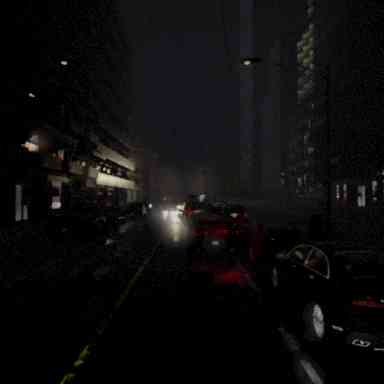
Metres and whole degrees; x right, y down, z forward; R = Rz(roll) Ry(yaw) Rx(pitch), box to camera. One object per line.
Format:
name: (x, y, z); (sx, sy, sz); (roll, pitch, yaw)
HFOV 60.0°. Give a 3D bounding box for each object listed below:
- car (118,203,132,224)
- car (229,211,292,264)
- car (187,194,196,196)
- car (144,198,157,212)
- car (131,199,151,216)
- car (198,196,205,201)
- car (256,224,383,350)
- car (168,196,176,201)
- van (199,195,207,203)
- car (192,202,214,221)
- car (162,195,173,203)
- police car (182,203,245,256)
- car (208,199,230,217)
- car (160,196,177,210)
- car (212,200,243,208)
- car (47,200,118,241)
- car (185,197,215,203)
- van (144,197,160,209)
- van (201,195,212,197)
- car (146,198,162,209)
car: (-5.695, 1.640, 22.930); (1.887, 1.381, 4.507); (1, 0, 0)
car: (2.693, 1.600, 11.795); (2.008, 1.369, 4.403); (1, 0, 0)
car: (-0.043, 1.491, 63.983); (2.150, 2.045, 5.566); (0, 0, 0)
car: (-5.706, 1.716, 39.639); (2.008, 1.369, 4.403); (1, 0, 0)
car: (-5.702, 1.708, 34.070); (1.947, 1.339, 4.313); (1, 0, 0)
car: (2.637, 1.935, 95.510); (1.752, 1.417, 4.829); (1, 0, 0)
car: (2.697, 1.577, 6.227); (2.008, 1.369, 4.403); (1, 0, 0)
car: (-5.743, 1.954, 95.336); (1.887, 1.381, 4.507); (1, 0, 0)
van: (2.651, 1.675, 78.633); (1.690, 1.788, 3.998); (1, 0, 0)
car: (0.880, 1.648, 29.481); (1.812, 1.442, 4.674); (0, 0, 0)
car: (-5.728, 1.649, 78.628); (2.192, 1.841, 5.009); (1, 0, 0)
police car: (0.675, 1.481, 13.577); (1.930, 1.638, 5.238); (0, 0, -3)
car: (2.680, 1.582, 34.075); (1.967, 1.590, 4.097); (1, 0, 0)
car: (-3.087, 1.690, 47.017); (2.128, 1.511, 4.902); (0, 0, 0)
car: (2.687, 1.535, 22.935); (1.967, 1.590, 4.097); (1, 0, 0)
car: (-5.687, 1.387, 17.361); (2.192, 1.841, 5.009); (1, 0, 0)
car: (0.510, 1.448, 23.362); (2.097, 1.767, 4.553); (0, 0, -6)
van: (-5.706, 1.530, 45.210); (1.690, 1.788, 3.998); (1, 0, 0)
van: (2.670, 1.554, 50.785); (1.690, 1.788, 3.998); (1, 0, 0)
car: (-5.713, 1.738, 50.609); (1.752, 1.417, 4.829); (1, 0, 0)
